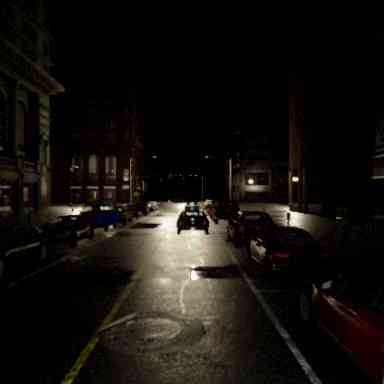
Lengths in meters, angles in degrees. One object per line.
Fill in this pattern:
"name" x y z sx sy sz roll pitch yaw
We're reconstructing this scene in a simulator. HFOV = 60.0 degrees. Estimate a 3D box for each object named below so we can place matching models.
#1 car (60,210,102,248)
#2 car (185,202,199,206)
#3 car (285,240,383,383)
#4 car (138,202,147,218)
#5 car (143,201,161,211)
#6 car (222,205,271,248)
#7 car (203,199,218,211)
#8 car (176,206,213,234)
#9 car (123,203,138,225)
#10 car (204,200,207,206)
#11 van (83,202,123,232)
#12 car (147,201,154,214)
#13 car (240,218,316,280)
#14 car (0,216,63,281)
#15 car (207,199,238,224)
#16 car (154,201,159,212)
"car" -5.801 1.728 15.568 1.802 1.307 4.206 0 -1 0
"car" 0.005 1.920 39.288 2.033 1.411 5.357 0 -1 0
"car" 2.751 1.621 4.321 1.802 1.307 4.206 0 -1 0
"car" -5.842 1.890 32.477 1.802 1.307 4.206 0 -1 0
"car" -5.884 2.027 49.386 2.008 1.369 4.403 0 -1 0
"car" 2.723 1.583 15.594 1.967 1.590 4.097 0 -1 0
"car" 2.641 1.913 49.409 1.967 1.590 4.097 0 -1 0
"car" 0.048 1.793 20.723 1.895 1.301 4.718 0 -1 0
"car" -5.828 1.777 26.671 1.752 1.417 4.829 0 -1 0
"car" 2.681 1.619 32.503 2.192 1.841 5.009 0 -1 0
"van" -5.816 1.541 21.206 1.690 1.788 3.998 0 -1 0
"car" -5.856 1.930 38.113 1.947 1.339 4.313 0 -1 0
"car" 2.738 1.672 9.957 1.802 1.307 4.206 0 -1 0
"car" -5.788 1.645 9.931 2.008 1.369 4.403 0 -1 0
"car" 2.695 1.565 26.866 2.192 1.841 5.009 0 -1 0
"car" -5.870 1.986 43.749 1.947 1.339 4.313 0 -1 0
